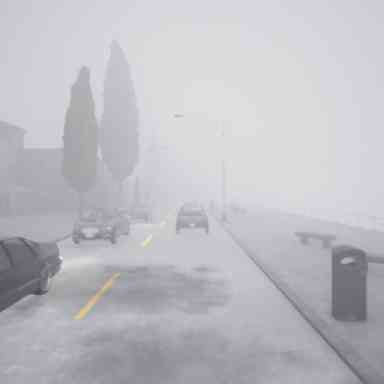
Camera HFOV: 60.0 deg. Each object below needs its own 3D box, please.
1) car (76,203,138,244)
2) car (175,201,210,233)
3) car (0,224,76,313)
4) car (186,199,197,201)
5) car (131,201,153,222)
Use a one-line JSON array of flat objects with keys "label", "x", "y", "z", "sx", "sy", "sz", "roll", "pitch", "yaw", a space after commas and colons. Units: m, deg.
[{"label": "car", "x": -4.162, "y": 1.501, "z": 15.973, "sx": 2.128, "sy": 1.511, "sz": 4.902, "roll": 0, "pitch": 0, "yaw": 0}, {"label": "car", "x": 0.015, "y": 1.496, "z": 19.692, "sx": 2.128, "sy": 1.511, "sz": 4.902, "roll": 0, "pitch": 0, "yaw": 0}, {"label": "car", "x": -4.122, "y": 1.555, "z": 6.049, "sx": 2.033, "sy": 1.411, "sz": 5.357, "roll": 0, "pitch": 0, "yaw": 0}, {"label": "car", "x": -0.105, "y": 1.610, "z": 45.645, "sx": 1.895, "sy": 1.301, "sz": 4.718, "roll": 0, "pitch": 0, "yaw": 0}, {"label": "car", "x": -4.182, "y": 1.516, "z": 26.319, "sx": 1.837, "sy": 1.490, "sz": 4.892, "roll": 0, "pitch": 0, "yaw": 0}]
